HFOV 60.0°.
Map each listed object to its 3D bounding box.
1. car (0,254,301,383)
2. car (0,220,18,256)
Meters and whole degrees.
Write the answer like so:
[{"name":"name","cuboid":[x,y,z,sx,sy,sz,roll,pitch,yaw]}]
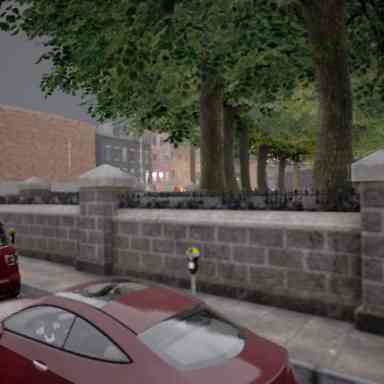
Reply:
[{"name":"car","cuboid":[-1.006,1.600,3.537,4.206,1.307,1.802,0,-1,35]},{"name":"car","cuboid":[-5.443,1.370,6.702,5.009,1.841,2.192,0,-1,35]}]
